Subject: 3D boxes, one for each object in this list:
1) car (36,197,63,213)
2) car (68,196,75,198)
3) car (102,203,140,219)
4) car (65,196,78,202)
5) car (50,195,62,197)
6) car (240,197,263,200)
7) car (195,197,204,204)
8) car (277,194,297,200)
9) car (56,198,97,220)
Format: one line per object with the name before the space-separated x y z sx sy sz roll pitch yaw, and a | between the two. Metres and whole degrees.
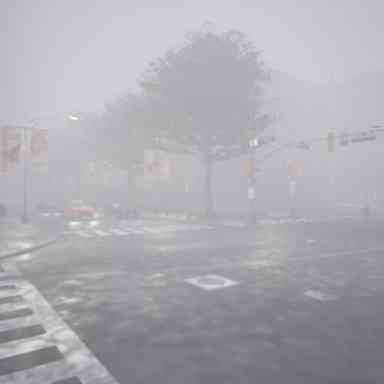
car | -16.902 1.635 38.988 2.033 1.411 5.357 1 0 -35
car | -12.811 1.608 39.275 2.128 1.511 4.902 1 0 -35
car | -6.532 1.713 30.490 1.895 1.301 4.718 1 0 -36
car | -30.330 1.739 83.475 1.895 1.301 4.718 1 0 -36
car | -33.135 1.470 81.385 2.097 1.767 4.553 1 0 -36
car | 12.057 1.728 64.682 2.002 1.452 4.674 1 0 -36
car | 1.584 1.790 72.170 2.161 1.482 4.786 1 0 -36
car | 25.763 1.655 90.105 2.435 2.045 5.566 1 0 -36
car | -10.340 1.561 29.797 1.882 1.535 5.008 1 0 -36
